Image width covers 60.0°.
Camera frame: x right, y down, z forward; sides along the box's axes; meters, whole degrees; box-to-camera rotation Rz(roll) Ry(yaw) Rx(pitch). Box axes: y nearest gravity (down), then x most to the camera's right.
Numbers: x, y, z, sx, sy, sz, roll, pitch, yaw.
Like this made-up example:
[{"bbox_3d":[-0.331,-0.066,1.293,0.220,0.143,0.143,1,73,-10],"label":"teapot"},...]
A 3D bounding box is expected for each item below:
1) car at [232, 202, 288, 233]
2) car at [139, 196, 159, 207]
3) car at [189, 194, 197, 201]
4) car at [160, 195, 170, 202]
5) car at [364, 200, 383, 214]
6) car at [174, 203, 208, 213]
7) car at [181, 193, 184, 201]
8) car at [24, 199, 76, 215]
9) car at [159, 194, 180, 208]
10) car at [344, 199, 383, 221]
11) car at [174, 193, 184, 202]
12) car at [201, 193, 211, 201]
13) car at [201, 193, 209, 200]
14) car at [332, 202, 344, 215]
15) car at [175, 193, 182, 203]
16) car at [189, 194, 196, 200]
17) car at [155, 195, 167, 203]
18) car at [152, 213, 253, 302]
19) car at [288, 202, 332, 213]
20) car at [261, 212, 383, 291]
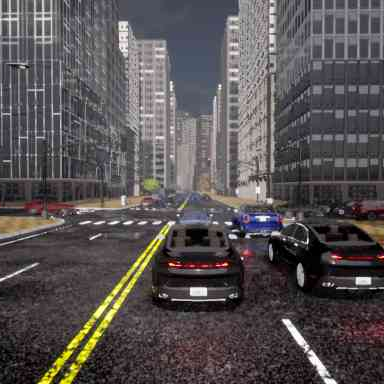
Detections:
[{"bbox_3d":[3.397,1.342,18.044,2.097,1.767,4.553,0,0,0],"label":"car"},{"bbox_3d":[-6.454,1.491,49.059,1.812,1.442,4.674,0,0,2],"label":"car"},{"bbox_3d":[0.218,1.396,79.355,1.882,1.535,5.008,0,0,0],"label":"car"},{"bbox_3d":[-6.287,1.453,77.938,1.812,1.442,4.674,0,0,0],"label":"car"},{"bbox_3d":[21.910,1.643,36.792,4.829,1.417,1.752,1,0,1],"label":"car"},{"bbox_3d":[0.149,1.538,17.810,2.033,1.411,5.357,0,0,0],"label":"car"},{"bbox_3d":[-3.089,1.468,67.446,1.812,1.442,4.674,0,0,1],"label":"car"},{"bbox_3d":[-13.529,1.419,31.857,4.674,1.442,1.812,1,1,-1],"label":"car"},{"bbox_3d":[-3.208,1.470,48.286,1.837,1.490,4.892,0,0,0],"label":"car"},{"bbox_3d":[16.279,1.519,28.521,5.009,1.841,2.192,1,0,1],"label":"car"},{"bbox_3d":[-3.037,1.154,77.898,2.150,2.045,5.566,0,0,0],"label":"car"},{"bbox_3d":[3.468,1.396,79.344,1.882,1.535,5.008,0,0,0],"label":"car"},{"bbox_3d":[3.496,1.097,89.732,2.097,1.767,4.553,0,0,0],"label":"car"},{"bbox_3d":[16.521,1.617,34.301,4.892,1.490,1.837,1,1,1],"label":"car"},{"bbox_3d":[-3.176,1.460,57.625,1.837,1.490,4.892,0,0,0],"label":"car"},{"bbox_3d":[0.246,1.220,89.772,1.882,1.535,5.008,0,0,0],"label":"car"},{"bbox_3d":[-6.333,1.420,67.668,1.882,1.535,5.008,0,0,0],"label":"car"},{"bbox_3d":[0.120,1.501,8.255,1.837,1.490,4.892,0,0,0],"label":"car"},{"bbox_3d":[10.208,1.634,31.236,4.674,1.442,1.812,1,1,1],"label":"car"},{"bbox_3d":[3.375,1.500,8.961,1.837,1.490,4.892,0,0,0],"label":"car"}]
